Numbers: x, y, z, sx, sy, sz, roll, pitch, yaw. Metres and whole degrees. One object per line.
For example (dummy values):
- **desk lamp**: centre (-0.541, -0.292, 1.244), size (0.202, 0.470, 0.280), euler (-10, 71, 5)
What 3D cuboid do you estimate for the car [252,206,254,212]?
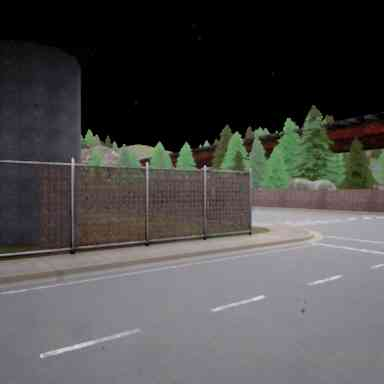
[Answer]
- **car**: centre (4.032, 1.589, 33.853), size (1.895, 1.301, 4.718), euler (0, 0, -36)
